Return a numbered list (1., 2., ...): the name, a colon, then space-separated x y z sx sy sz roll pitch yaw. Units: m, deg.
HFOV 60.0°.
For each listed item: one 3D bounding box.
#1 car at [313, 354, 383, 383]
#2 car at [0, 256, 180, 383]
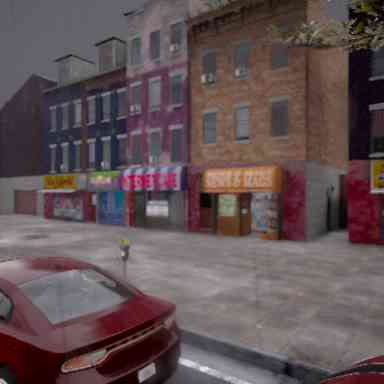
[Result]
1. car: 2.279 1.439 1.187 4.097 1.590 1.967 0 0 35
2. car: -2.238 1.549 4.405 4.507 1.381 1.887 0 0 35
